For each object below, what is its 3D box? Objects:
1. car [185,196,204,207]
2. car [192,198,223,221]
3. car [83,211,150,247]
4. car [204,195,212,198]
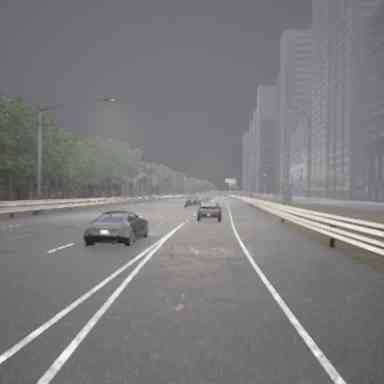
[{"bbox_3d":[0.222,1.385,50.530,2.097,1.767,4.553,0,0,6],"label":"car"},{"bbox_3d":[1.515,1.523,27.393,2.128,1.511,4.902,0,0,6],"label":"car"},{"bbox_3d":[-3.251,1.547,15.062,1.994,1.385,4.181,0,0,6],"label":"car"},{"bbox_3d":[3.060,1.628,80.465,2.128,1.511,4.902,0,0,5],"label":"car"}]
